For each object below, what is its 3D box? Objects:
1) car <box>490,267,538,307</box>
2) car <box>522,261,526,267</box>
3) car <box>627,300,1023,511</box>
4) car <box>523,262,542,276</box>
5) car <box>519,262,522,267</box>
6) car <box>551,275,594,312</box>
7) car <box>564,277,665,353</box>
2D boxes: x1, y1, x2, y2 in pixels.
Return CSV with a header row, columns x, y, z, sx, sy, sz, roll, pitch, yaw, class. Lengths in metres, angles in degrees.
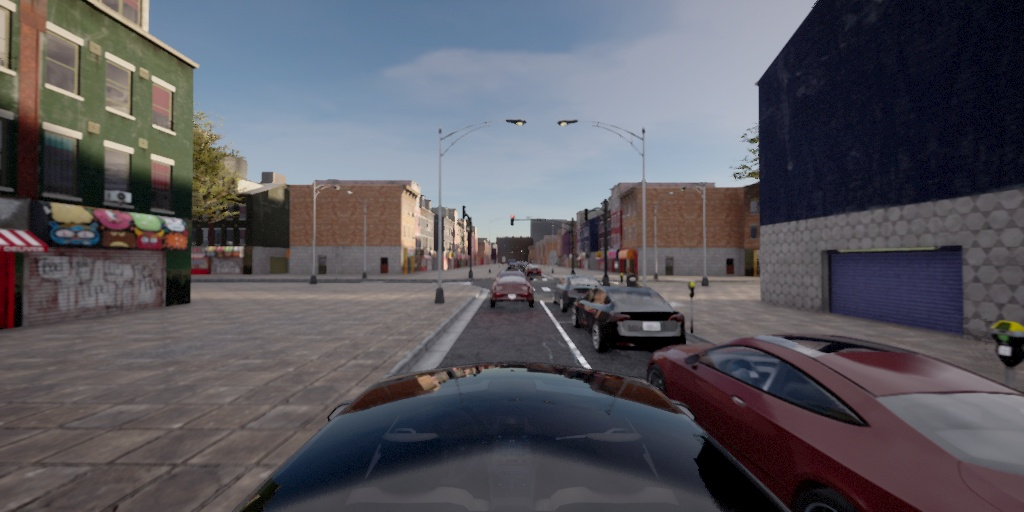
x,y,z,sx,sy,sz,roll,pitch,yaw,class
0.009,1.416,16.231,1.812,1.442,4.674,0,0,0,car
2.651,1.777,49.407,1.751,1.417,4.829,0,0,0,car
2.638,1.345,3.182,1.802,1.307,4.207,0,0,0,car
2.649,1.731,43.558,1.888,1.381,4.507,0,0,0,car
2.654,1.958,60.594,1.948,1.339,4.313,0,0,0,car
2.641,1.423,14.530,2.007,1.370,4.403,0,0,0,car
2.640,1.383,8.855,1.948,1.339,4.313,0,0,0,car
